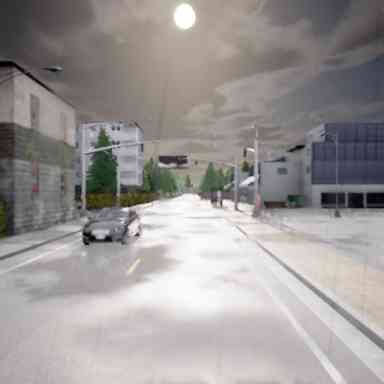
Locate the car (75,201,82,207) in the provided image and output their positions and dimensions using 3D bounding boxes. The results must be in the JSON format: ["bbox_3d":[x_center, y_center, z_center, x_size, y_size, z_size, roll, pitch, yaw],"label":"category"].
[{"bbox_3d":[-14.631,1.596,36.995,4.902,1.511,2.128,0,0,2],"label":"car"}]

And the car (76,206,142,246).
[{"bbox_3d":[-3.501,1.464,15.242,2.128,1.511,4.902,0,0,1],"label":"car"}]
